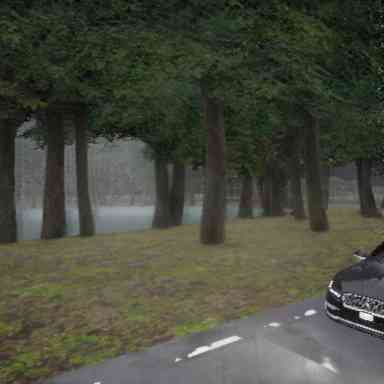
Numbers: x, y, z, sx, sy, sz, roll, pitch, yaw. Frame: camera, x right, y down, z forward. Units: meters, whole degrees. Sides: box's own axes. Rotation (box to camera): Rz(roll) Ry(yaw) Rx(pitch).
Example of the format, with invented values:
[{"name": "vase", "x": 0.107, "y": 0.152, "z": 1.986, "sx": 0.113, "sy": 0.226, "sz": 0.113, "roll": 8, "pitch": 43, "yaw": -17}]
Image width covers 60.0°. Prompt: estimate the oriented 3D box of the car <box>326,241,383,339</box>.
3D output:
[{"name": "car", "x": 4.438, "y": 1.511, "z": 6.116, "sx": 4.892, "sy": 1.490, "sz": 1.837, "roll": 0, "pitch": 0, "yaw": -36}]
